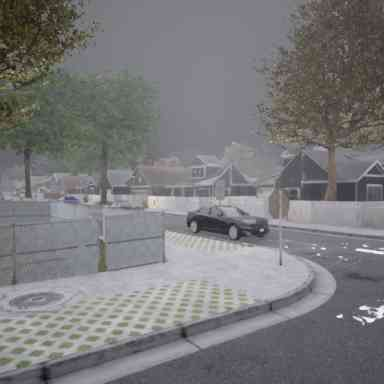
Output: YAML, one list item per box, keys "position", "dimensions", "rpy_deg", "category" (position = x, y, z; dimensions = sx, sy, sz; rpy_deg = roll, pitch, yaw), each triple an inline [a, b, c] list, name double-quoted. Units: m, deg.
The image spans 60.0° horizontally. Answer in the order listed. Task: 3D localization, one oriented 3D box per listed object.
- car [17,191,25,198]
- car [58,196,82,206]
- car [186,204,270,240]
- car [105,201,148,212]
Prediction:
- position: [-40.504, 1.116, 80.906]
  dimensions: [2.128, 1.511, 4.902]
  rpy_deg: [0, 0, -36]
  category: "car"
- position: [-14.733, 1.277, 39.931]
  dimensions: [1.882, 1.535, 5.008]
  rpy_deg: [0, 0, -35]
  category: "car"
- position: [1.681, 1.415, 16.866]
  dimensions: [1.882, 1.535, 5.008]
  rpy_deg: [0, 0, -35]
  category: "car"
- position: [-5.439, 1.423, 26.842]
  dimensions: [2.033, 1.411, 5.357]
  rpy_deg: [0, 0, -35]
  category: "car"
